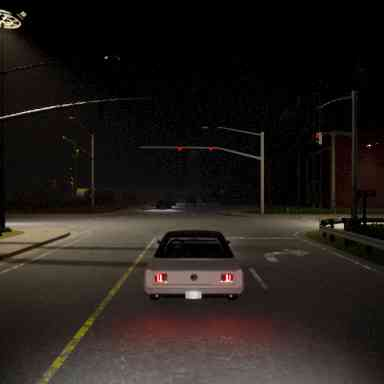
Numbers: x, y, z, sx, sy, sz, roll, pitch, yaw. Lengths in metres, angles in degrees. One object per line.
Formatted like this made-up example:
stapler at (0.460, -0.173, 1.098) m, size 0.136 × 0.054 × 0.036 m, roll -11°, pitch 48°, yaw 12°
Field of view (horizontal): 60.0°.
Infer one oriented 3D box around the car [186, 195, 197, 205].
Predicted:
car at (-0.166, 1.504, 57.127) m, size 1.837 × 1.490 × 4.892 m, roll 0°, pitch 0°, yaw 0°

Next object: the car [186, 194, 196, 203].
car at (-0.207, 1.354, 71.124) m, size 2.097 × 1.767 × 4.553 m, roll 0°, pitch 0°, yaw 0°

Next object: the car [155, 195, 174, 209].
car at (-3.725, 1.523, 44.525) m, size 1.812 × 1.442 × 4.674 m, roll 0°, pitch 0°, yaw 0°

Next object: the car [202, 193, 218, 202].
car at (3.951, 1.144, 72.909) m, size 1.905 × 1.878 × 3.866 m, roll -8°, pitch 3°, yaw -42°

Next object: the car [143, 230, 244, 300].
car at (0.043, 1.601, 8.325) m, size 1.895 × 1.301 × 4.718 m, roll 0°, pitch 0°, yaw 0°

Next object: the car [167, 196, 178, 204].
car at (-3.746, 1.499, 64.284) m, size 1.837 × 1.490 × 4.892 m, roll 0°, pitch 0°, yaw 0°

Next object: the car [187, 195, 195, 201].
car at (-0.234, 1.441, 80.353) m, size 2.033 × 1.411 × 5.357 m, roll 0°, pitch 0°, yaw 0°

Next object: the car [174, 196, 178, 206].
car at (-3.744, 1.352, 54.428) m, size 2.097 × 1.767 × 4.553 m, roll 0°, pitch 0°, yaw 0°
